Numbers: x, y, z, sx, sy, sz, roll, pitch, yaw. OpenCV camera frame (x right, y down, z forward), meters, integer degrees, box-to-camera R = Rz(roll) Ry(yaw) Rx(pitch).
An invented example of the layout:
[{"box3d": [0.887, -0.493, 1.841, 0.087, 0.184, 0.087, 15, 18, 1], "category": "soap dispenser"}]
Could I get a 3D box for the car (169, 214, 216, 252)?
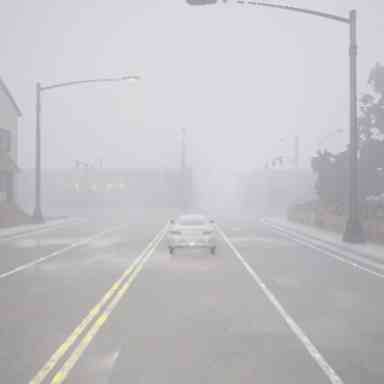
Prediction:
[{"box3d": [0.008, 1.660, 14.365, 1.812, 1.442, 4.674, 0, 0, 0], "category": "car"}]
